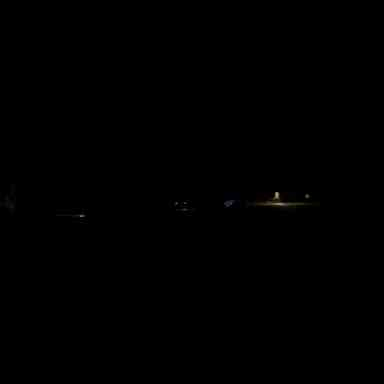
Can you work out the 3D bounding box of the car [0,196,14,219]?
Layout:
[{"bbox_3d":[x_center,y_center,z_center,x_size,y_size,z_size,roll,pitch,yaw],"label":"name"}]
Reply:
[{"bbox_3d":[-18.469,1.377,28.867,2.150,2.045,5.566,-1,-1,34],"label":"car"}]

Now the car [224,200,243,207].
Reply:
[{"bbox_3d":[7.803,2.108,61.706,1.895,1.301,4.718,-1,-1,35],"label":"car"}]

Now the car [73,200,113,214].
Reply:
[{"bbox_3d":[-11.527,1.747,38.857,1.882,1.535,5.008,-1,-1,34],"label":"car"}]

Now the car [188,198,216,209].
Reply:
[{"bbox_3d":[2.115,1.911,53.436,2.128,1.511,4.902,-1,-1,35],"label":"car"}]

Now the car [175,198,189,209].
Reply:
[{"bbox_3d":[-0.728,1.792,54.335,2.097,1.767,4.553,-1,-1,35],"label":"car"}]
